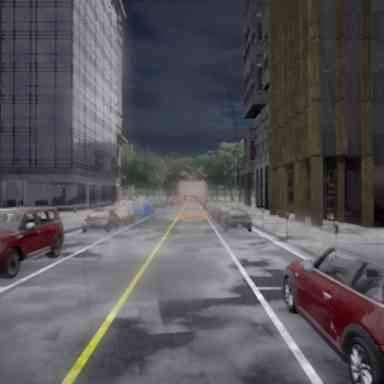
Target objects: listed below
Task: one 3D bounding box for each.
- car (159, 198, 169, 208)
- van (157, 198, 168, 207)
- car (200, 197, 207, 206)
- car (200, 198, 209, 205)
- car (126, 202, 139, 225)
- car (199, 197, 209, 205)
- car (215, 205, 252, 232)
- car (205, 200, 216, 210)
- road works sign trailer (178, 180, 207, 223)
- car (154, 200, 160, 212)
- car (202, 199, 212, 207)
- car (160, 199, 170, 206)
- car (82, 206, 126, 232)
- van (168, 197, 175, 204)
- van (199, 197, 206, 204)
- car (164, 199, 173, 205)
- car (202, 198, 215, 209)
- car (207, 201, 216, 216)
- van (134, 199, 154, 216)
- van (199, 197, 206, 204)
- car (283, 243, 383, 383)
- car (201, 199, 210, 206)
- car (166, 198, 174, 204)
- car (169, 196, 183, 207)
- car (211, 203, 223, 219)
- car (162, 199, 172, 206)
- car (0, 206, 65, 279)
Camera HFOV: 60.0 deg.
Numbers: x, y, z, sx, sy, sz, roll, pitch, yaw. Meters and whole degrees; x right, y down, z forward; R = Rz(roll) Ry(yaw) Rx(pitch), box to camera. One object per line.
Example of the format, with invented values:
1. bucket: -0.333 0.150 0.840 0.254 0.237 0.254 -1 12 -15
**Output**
1. car: -5.706 2.172 59.508 1.947 1.339 4.313 0 -1 0
2. van: -5.702 2.005 64.947 1.690 1.788 3.998 0 -1 0
3. car: 2.813 1.864 54.065 2.192 1.841 5.009 0 -1 0
4. car: 2.834 2.218 75.812 1.967 1.590 4.097 0 -1 0
5. car: -5.737 1.795 26.715 1.752 1.417 4.829 0 -1 0
6. car: 2.839 2.152 81.251 2.192 1.841 5.009 0 -1 0
7. car: 2.783 1.766 21.438 2.008 1.369 4.403 0 -1 0
8. car: 2.799 1.908 37.921 1.752 1.417 4.829 0 -1 0
9. road works sign trailer: 0.027 0.747 28.032 2.380 3.560 2.880 0 -1 0
10. car: -5.722 1.988 43.196 2.008 1.369 4.403 0 -1 0
11. car: 2.824 2.190 65.107 1.752 1.417 4.829 0 -1 0
12. car: -5.696 2.245 70.213 1.752 1.417 4.829 0 -1 0
13. car: -5.742 1.798 21.446 1.802 1.307 4.206 0 -1 0
14. van: -5.676 2.296 92.134 1.690 1.788 3.998 0 -1 0
15. van: 2.844 2.236 86.688 1.690 1.788 3.998 0 -1 0
16. car: -5.686 2.361 81.087 1.752 1.417 4.829 0 -1 0
17. car: 2.809 2.020 48.795 1.752 1.417 4.829 0 -1 0
18. car: 2.793 1.871 32.313 1.887 1.381 4.507 0 -1 0
19. van: -5.727 1.723 37.761 1.690 1.788 3.998 0 -1 0
20. van: 2.849 2.295 92.125 1.690 1.788 3.998 0 -1 0
21. car: 2.767 1.493 5.128 1.967 1.590 4.097 0 -1 0
22. car: 2.829 2.265 70.374 1.887 1.381 4.507 0 -1 0
23. car: -5.681 2.336 86.695 1.967 1.590 4.097 0 -1 0
24. car: -2.959 1.882 64.723 2.150 2.045 5.566 0 -1 1
25. car: 2.788 1.815 26.876 1.887 1.381 4.507 0 -1 0
26. car: -5.691 2.345 75.819 1.947 1.339 4.313 0 -1 0
27. car: -5.753 1.422 10.575 2.192 1.841 5.009 0 -1 0
